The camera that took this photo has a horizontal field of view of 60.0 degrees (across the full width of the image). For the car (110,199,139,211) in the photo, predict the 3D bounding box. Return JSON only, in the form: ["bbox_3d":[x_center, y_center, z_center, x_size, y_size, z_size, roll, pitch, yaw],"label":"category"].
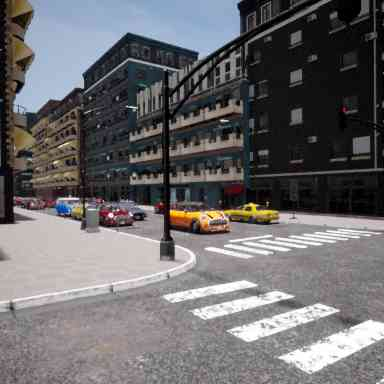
[{"bbox_3d":[-8.602,1.582,42.348,2.008,1.369,4.403,-1,1,-35],"label":"car"}]

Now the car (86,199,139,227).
[{"bbox_3d":[-5.786,1.553,23.966,1.967,1.590,4.097,-1,1,-35],"label":"car"}]

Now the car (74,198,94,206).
[{"bbox_3d":[-18.242,1.644,55.865,1.947,1.339,4.313,-1,1,-35],"label":"car"}]

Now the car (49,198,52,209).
[{"bbox_3d":[-20.420,1.666,49.119,1.882,1.535,5.008,-1,0,-35],"label":"car"}]

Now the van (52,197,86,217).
[{"bbox_3d":[-12.214,1.483,32.975,1.690,1.788,3.998,-1,1,-35],"label":"van"}]

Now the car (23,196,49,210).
[{"bbox_3d":[-21.853,1.628,46.494,1.967,1.590,4.097,-1,1,-35],"label":"car"}]

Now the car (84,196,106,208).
[{"bbox_3d":[-15.031,1.502,51.358,1.967,1.590,4.097,-1,1,-35],"label":"car"}]

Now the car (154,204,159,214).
[{"bbox_3d":[-2.177,1.441,33.335,1.967,1.590,4.097,-1,1,-35],"label":"car"}]

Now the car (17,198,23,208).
[{"bbox_3d":[-25.064,1.770,51.000,1.947,1.339,4.313,-1,1,-35],"label":"car"}]

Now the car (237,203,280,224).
[{"bbox_3d":[4.152,1.498,24.463,1.752,1.417,4.829,-1,1,-35],"label":"car"}]

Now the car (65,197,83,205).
[{"bbox_3d":[-21.456,1.645,60.371,2.008,1.369,4.403,-1,1,-35],"label":"car"}]

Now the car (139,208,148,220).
[{"bbox_3d":[-5.773,1.631,28.410,2.033,1.411,5.357,-1,0,-35],"label":"car"}]

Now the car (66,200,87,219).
[{"bbox_3d":[-8.899,1.652,28.333,1.752,1.417,4.829,-1,1,-35],"label":"car"}]

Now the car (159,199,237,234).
[{"bbox_3d":[0.203,1.409,20.022,2.097,1.767,4.553,-1,0,-35],"label":"car"}]

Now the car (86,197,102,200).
[{"bbox_3d":[-11.692,1.463,36.719,2.097,1.767,4.553,-1,0,-35],"label":"car"}]

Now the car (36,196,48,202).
[{"bbox_3d":[-37.522,1.728,82.901,1.887,1.381,4.507,-1,1,-35],"label":"car"}]

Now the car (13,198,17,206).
[{"bbox_3d":[-31.491,1.783,60.012,1.887,1.381,4.507,-1,1,-35],"label":"car"}]
